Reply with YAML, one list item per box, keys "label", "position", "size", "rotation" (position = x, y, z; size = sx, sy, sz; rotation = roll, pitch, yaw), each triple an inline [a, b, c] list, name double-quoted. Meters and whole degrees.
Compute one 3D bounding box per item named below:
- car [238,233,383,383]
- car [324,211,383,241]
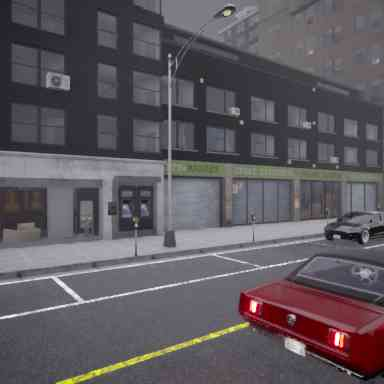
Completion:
- label: "car"
  position: [3.066, 1.601, 5.346]
  size: [4.718, 1.301, 1.895]
  rotation: [0, 0, -35]
- label: "car"
  position: [8.036, 1.566, 15.630]
  size: [4.313, 1.339, 1.947]
  rotation: [0, 0, -36]
